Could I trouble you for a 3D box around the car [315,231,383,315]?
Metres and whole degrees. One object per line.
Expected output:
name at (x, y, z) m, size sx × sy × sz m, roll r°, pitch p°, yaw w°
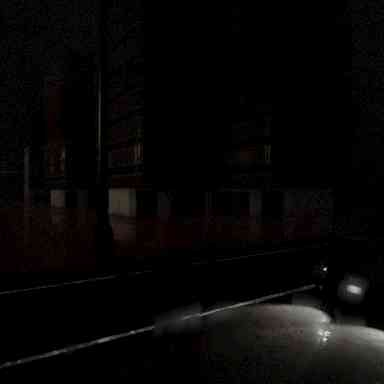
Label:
car at (4.558, 1.563, 7.097) m, size 4.181 × 1.385 × 1.994 m, roll 0°, pitch 0°, yaw -34°
